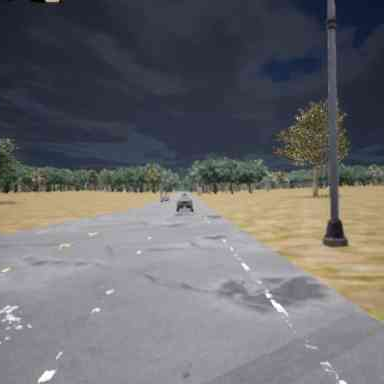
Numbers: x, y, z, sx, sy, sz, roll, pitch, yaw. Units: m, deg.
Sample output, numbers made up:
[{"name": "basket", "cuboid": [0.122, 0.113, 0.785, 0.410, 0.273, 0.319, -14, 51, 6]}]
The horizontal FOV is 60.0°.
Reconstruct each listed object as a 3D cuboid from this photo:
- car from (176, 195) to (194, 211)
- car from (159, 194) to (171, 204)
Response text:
[{"name": "car", "cuboid": [-0.858, 1.426, 39.491, 1.837, 1.490, 4.892, -1, 0, -1]}, {"name": "car", "cuboid": [-4.847, 1.220, 60.710, 1.837, 1.490, 4.892, -1, 0, -1]}]
